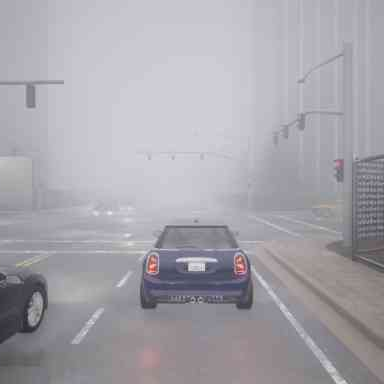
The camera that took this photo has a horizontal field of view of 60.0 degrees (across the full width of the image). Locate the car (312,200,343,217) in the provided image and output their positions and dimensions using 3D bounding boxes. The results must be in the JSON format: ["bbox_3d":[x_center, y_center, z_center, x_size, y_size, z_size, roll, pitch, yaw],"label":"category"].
[{"bbox_3d":[13.330,1.422,29.747,5.008,1.535,1.882,0,0,0],"label":"car"}]

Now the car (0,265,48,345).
[{"bbox_3d":[-3.431,1.505,3.903,1.837,1.490,4.892,0,0,0],"label":"car"}]

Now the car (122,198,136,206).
[{"bbox_3d":[-10.472,1.600,54.448,1.895,1.301,4.718,0,0,0],"label":"car"}]

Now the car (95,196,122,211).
[{"bbox_3d":[-10.511,1.352,41.285,2.097,1.767,4.553,0,0,0],"label":"car"}]

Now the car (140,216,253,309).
[{"bbox_3d":[0.096,1.352,8.028,2.097,1.767,4.553,0,0,0],"label":"car"}]
